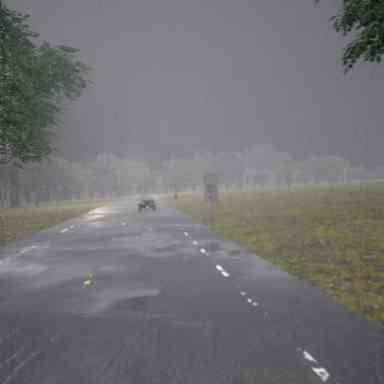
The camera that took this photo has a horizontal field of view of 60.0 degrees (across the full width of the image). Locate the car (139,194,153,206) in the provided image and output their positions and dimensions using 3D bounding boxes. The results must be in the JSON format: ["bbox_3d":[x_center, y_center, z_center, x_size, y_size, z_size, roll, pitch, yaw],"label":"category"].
[{"bbox_3d":[-6.838,1.186,49.577,1.837,1.490,4.892,-3,2,-8],"label":"car"}]

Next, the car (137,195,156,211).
[{"bbox_3d":[-5.112,1.308,37.711,1.837,1.490,4.892,-3,1,-8],"label":"car"}]
